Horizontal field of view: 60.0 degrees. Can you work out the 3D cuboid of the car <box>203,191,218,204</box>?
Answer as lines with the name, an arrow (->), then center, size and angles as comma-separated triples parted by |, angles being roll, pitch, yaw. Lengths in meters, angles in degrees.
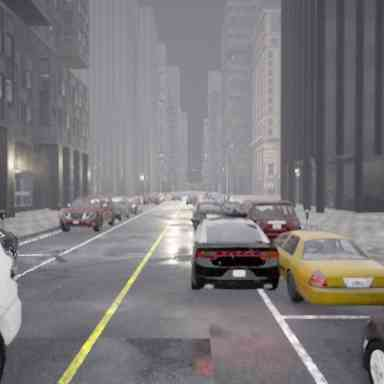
car -> 2.884, 0.856, 52.505 | 2.192, 1.841, 5.009 | 0, 0, 0

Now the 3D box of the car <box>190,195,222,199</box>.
car -> 0.940, 1.235, 25.086 | 1.801, 1.575, 5.366 | 0, 1, 0

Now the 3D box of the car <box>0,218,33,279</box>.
car -> -5.749, 1.482, 7.711 | 2.008, 1.369, 4.403 | 0, 1, 0

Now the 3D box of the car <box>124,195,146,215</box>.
car -> -5.695, 1.176, 30.118 | 1.967, 1.590, 4.097 | 0, 0, 0

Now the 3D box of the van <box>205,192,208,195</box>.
van -> 2.857, 0.979, 41.302 | 1.690, 1.788, 3.998 | 0, 0, 0

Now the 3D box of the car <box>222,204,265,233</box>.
car -> 2.804, 1.415, 18.898 | 1.802, 1.307, 4.206 | 0, 1, 0

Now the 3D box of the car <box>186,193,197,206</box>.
car -> 0.140, 1.196, 46.213 | 1.895, 1.301, 4.718 | 0, 0, 1

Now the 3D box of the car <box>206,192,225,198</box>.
car -> 2.844, 1.127, 35.701 | 1.967, 1.590, 4.097 | 0, 0, 0

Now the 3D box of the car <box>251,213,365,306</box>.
car -> 2.777, 1.455, 7.864 | 1.752, 1.417, 4.829 | 0, 1, 0

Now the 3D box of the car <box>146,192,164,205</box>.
car -> -5.655, 0.905, 46.923 | 2.192, 1.841, 5.009 | 0, 0, 0

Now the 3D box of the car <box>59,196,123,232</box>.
car -> -5.722, 1.148, 18.913 | 2.192, 1.841, 5.009 | 0, 1, 0

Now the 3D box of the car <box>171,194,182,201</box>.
car -> -2.851, 1.005, 62.344 | 2.033, 1.411, 5.357 | 0, 0, 0

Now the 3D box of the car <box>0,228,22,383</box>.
car -> -3.098, 1.206, 1.689 | 2.150, 2.045, 5.566 | 0, 0, 0

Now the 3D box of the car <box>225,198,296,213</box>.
car -> 2.789, 1.197, 13.295 | 2.192, 1.841, 5.009 | 0, 1, 0

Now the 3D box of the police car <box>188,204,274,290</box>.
police car -> 0.920, 1.345, 9.005 | 1.930, 1.638, 5.238 | 0, 1, 0

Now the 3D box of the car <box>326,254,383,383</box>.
car -> 2.763, 1.531, 2.094 | 2.008, 1.369, 4.403 | 0, 1, 0

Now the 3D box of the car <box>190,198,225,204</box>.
car -> 0.944, 1.338, 18.896 | 1.837, 1.490, 4.892 | 0, 0, 0

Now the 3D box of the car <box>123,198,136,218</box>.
car -> -5.708, 1.350, 24.517 | 1.947, 1.339, 4.313 | 0, 1, 0

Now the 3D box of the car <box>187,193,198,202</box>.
car -> 0.144, 0.981, 60.054 | 1.837, 1.490, 4.892 | 0, 0, 0

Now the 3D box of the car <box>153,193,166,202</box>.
car -> -5.627, 0.933, 58.128 | 1.967, 1.590, 4.097 | 0, 0, 0

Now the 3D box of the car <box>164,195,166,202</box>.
car -> -5.641, 1.068, 52.356 | 1.752, 1.417, 4.829 | 0, 0, 0

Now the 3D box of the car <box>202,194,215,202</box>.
car -> 2.898, 1.043, 58.109 | 2.008, 1.369, 4.403 | 0, 0, 0
